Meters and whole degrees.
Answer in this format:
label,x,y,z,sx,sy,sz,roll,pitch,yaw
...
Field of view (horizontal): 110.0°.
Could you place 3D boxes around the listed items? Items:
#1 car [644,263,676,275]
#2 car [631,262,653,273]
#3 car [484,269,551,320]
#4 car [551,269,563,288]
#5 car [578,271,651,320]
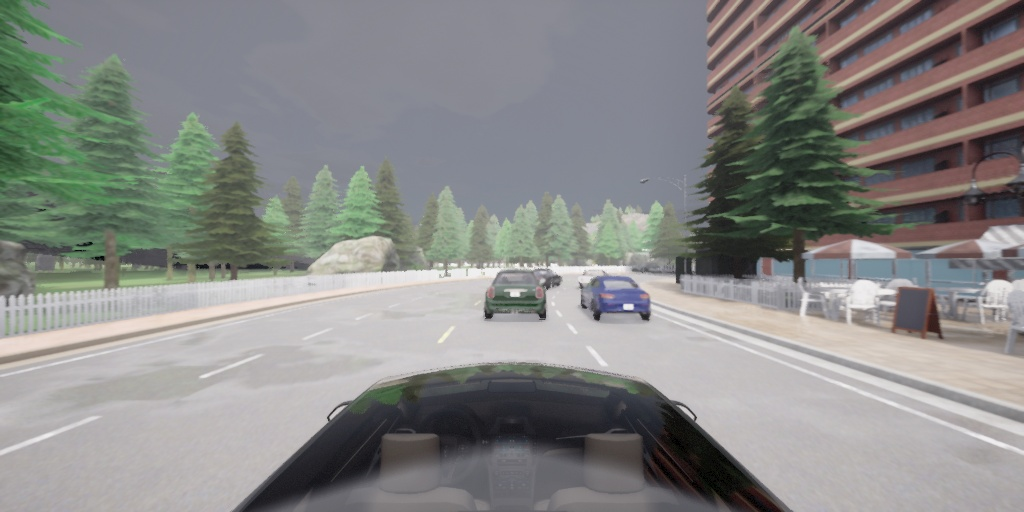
label,x,y,z,sx,sy,sz,roll,pitch,yaw
car,22.123,2.022,52.138,4.718,1.301,1.895,0,-1,-23
car,20.578,1.813,55.240,4.553,1.767,2.097,0,-1,-23
car,0.214,1.263,13.647,2.097,1.767,4.553,0,-1,3
car,2.288,1.623,26.130,2.033,1.411,5.357,0,-1,20
car,3.680,1.430,13.250,1.812,1.442,4.674,0,-1,3
